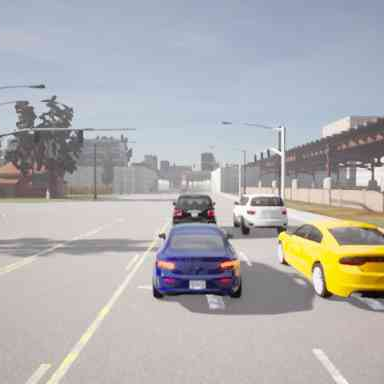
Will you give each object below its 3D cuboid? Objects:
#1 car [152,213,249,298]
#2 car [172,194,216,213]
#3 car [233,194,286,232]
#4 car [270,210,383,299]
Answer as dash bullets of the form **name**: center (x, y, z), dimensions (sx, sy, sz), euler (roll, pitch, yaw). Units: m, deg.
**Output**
- **car**: center (0.106, 1.495, 8.306), dimensions (1.812, 1.442, 4.674), euler (0, 0, 0)
- **car**: center (0.113, 1.119, 17.821), dimensions (2.150, 2.045, 5.566), euler (0, 0, 0)
- **car**: center (3.611, 1.118, 18.316), dimensions (2.150, 2.045, 5.566), euler (0, 0, 0)
- **car**: center (3.606, 1.446, 8.482), dimensions (1.882, 1.535, 5.008), euler (0, 0, 0)
